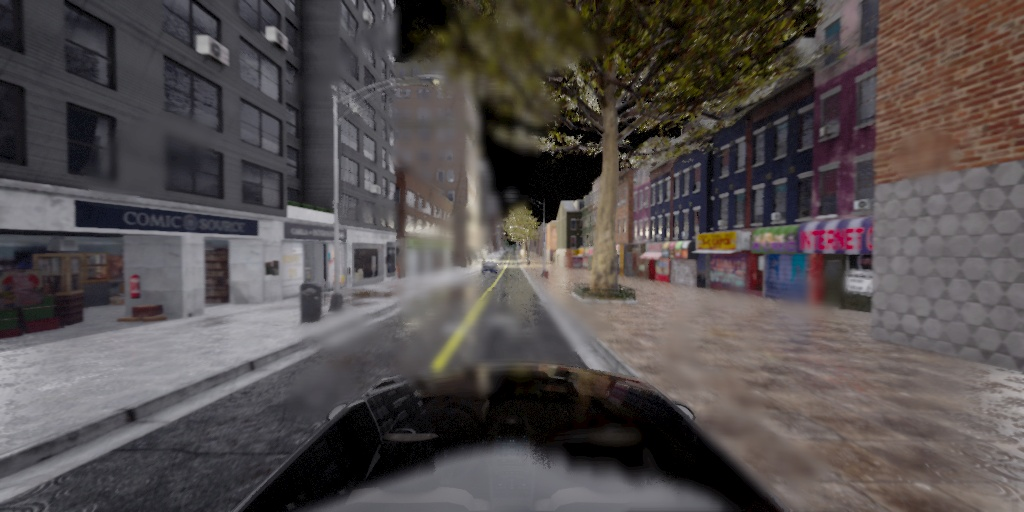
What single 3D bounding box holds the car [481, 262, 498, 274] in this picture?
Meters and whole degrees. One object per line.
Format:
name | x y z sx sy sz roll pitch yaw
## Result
car | -2.664 1.438 43.940 2.033 1.411 5.357 0 0 0
